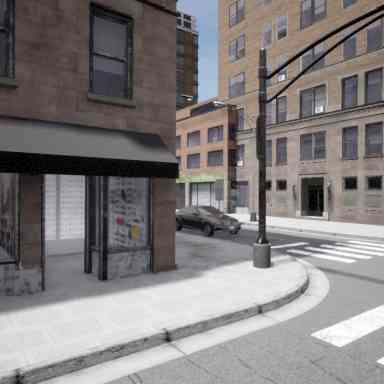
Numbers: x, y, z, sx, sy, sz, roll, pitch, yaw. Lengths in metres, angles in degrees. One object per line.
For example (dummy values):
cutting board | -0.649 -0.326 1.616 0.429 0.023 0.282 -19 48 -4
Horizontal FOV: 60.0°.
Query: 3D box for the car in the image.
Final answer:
car | 0.600 1.444 17.920 1.812 1.442 4.674 0 0 -34
